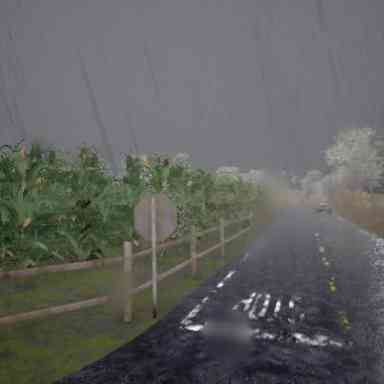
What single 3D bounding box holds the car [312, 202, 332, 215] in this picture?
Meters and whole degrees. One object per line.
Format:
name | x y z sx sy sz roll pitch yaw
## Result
car | 16.529 2.077 41.918 1.837 1.490 4.892 -1 -1 19
